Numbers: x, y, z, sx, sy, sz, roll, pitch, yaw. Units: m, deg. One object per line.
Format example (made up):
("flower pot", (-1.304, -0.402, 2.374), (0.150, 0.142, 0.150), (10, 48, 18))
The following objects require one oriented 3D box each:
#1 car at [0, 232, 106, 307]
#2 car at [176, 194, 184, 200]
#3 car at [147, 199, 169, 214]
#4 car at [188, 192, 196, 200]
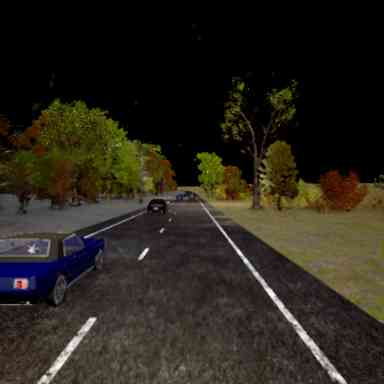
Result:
("car", (-3.499, 1.597, 7.928), (1.895, 1.301, 4.718), (0, 0, 0))
("car", (-3.488, 1.349, 92.007), (1.882, 1.535, 5.008), (0, 0, 0))
("car", (-3.498, 1.452, 34.722), (1.882, 1.535, 5.008), (0, 0, 0))
("car", (0.012, 1.411, 92.007), (2.033, 1.411, 5.357), (0, 0, 0))
